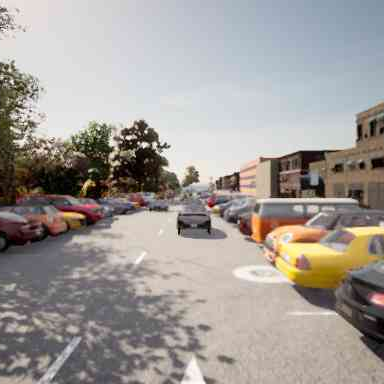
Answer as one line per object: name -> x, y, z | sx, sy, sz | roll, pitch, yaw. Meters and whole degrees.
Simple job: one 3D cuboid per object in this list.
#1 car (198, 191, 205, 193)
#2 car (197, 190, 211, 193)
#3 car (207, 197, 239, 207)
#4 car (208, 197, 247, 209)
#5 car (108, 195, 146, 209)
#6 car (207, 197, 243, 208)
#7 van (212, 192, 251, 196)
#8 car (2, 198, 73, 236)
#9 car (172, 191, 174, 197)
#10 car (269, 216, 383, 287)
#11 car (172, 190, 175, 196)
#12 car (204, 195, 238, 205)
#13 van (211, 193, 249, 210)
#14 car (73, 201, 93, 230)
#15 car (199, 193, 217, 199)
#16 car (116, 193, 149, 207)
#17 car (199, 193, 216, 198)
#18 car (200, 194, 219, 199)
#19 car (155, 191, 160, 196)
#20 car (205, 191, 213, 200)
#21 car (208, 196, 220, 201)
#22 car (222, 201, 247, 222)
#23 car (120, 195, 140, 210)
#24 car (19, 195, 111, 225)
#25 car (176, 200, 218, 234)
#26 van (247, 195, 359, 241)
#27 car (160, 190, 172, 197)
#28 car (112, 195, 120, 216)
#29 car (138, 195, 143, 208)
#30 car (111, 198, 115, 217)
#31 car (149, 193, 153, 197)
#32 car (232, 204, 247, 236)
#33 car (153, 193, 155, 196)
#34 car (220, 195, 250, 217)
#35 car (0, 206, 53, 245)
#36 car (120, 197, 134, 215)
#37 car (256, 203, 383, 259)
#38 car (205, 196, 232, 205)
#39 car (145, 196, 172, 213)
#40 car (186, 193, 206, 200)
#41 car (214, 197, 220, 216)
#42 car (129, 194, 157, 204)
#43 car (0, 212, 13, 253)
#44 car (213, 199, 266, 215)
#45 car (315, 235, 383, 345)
car -> 4.350, 1.130, 80.889 | 4.792, 1.488, 2.163 | 0, 0, 0
car -> 4.220, 1.058, 89.367 | 5.366, 1.575, 1.946 | 0, 0, 0
car -> 4.555, 1.422, 49.347 | 4.674, 1.452, 2.002 | 0, 0, 0
car -> 4.562, 1.398, 43.780 | 4.892, 1.521, 2.231 | 0, 0, 0
car -> -8.493, 1.272, 43.780 | 4.553, 1.767, 2.185 | 0, 0, 0
car -> 4.586, 1.419, 46.564 | 4.792, 1.488, 2.163 | 0, 0, 0
van -> 4.669, 1.194, 35.430 | 4.442, 1.987, 1.878 | 0, 0, 0
car -> -8.502, 1.337, 15.930 | 4.553, 1.767, 2.185 | 0, 0, 0
car -> -8.169, 1.061, 89.243 | 5.008, 1.535, 2.097 | 0, 0, 0
car -> 4.728, 1.470, 7.597 | 5.366, 1.575, 1.946 | 0, 0, 0
car -> -8.162, 1.036, 95.015 | 4.892, 1.521, 2.231 | 0, 0, 0
car -> 4.746, 1.363, 54.913 | 5.366, 1.575, 1.946 | 0, 0, 0
van -> 4.671, 1.179, 40.872 | 4.442, 1.987, 1.878 | 0, 0, 0
car -> -8.538, 1.457, 18.715 | 5.008, 1.535, 2.097 | 0, 0, 0
car -> 4.419, 1.048, 92.193 | 5.008, 1.535, 2.097 | 0, 0, 0
car -> -8.553, 1.154, 40.871 | 5.566, 2.045, 2.435 | 0, 0, 0
car -> 4.417, 1.035, 95.018 | 5.008, 1.535, 2.097 | 0, 0, 0
car -> 4.385, 1.127, 83.715 | 4.674, 1.452, 2.002 | 0, 0, 0
car -> -8.549, 1.116, 54.920 | 5.566, 2.045, 2.435 | 0, 0, 0
car -> 4.582, 1.160, 38.213 | 5.566, 2.045, 2.435 | 0, 0, 0
car -> 4.365, 1.430, 29.864 | 5.366, 1.575, 1.946 | 0, 0, 0
car -> 4.545, 1.492, 21.514 | 4.674, 1.452, 2.002 | 0, 0, 0
car -> -8.532, 1.420, 35.427 | 5.008, 1.535, 2.097 | 0, 0, 0
car -> -8.504, 1.201, 21.502 | 5.566, 2.045, 2.435 | 0, 0, 0
car -> 0.107, 1.468, 19.230 | 2.128, 1.511, 4.902 | 0, 0, 0
van -> 4.662, 1.240, 13.100 | 4.442, 1.987, 1.878 | 0, 0, 0
car -> -8.152, 0.948, 86.543 | 4.553, 1.767, 2.185 | 0, 0, 0
car -> -8.562, 1.315, 27.072 | 4.553, 1.767, 2.185 | 0, 0, 0
car -> -8.712, 1.410, 38.087 | 5.366, 1.575, 1.946 | 0, 0, 0
car -> -8.538, 1.448, 24.286 | 4.892, 1.521, 2.231 | 0, 0, 0
car -> -8.553, 1.257, 49.226 | 4.553, 1.767, 2.185 | 0, 0, 0
car -> 4.575, 1.491, 15.947 | 4.792, 1.488, 2.163 | 0, 0, 0
car -> -8.552, 1.249, 52.010 | 4.553, 1.767, 2.185 | 0, 0, 0
car -> 4.580, 1.321, 24.296 | 4.553, 1.767, 2.185 | 0, 0, 0
car -> -8.530, 1.467, 13.146 | 5.008, 1.535, 2.097 | 0, 0, 0
car -> -8.498, 1.457, 32.641 | 4.792, 1.488, 2.163 | 0, 0, 0
car -> 4.575, 1.344, 10.380 | 4.553, 1.767, 2.185 | 0, 0, 0
car -> 4.546, 1.399, 57.555 | 4.674, 1.452, 2.002 | -1, 0, 0
car -> -3.581, 1.501, 36.570 | 1.994, 1.385, 4.181 | 0, 0, 0
car -> 0.113, 1.292, 35.421 | 2.097, 1.767, 4.553 | 0, 0, 0
car -> 4.543, 1.441, 27.081 | 4.892, 1.521, 2.231 | 0, 0, 0
car -> -8.488, 1.234, 57.706 | 4.553, 1.767, 2.185 | 0, 0, 0
car -> -8.539, 1.510, 10.361 | 4.674, 1.452, 2.002 | 0, 0, 0
car -> 4.558, 1.428, 32.647 | 4.892, 1.521, 2.231 | 0, 0, 0
car -> 4.539, 1.517, 4.814 | 4.674, 1.452, 2.002 | 0, 0, 0
